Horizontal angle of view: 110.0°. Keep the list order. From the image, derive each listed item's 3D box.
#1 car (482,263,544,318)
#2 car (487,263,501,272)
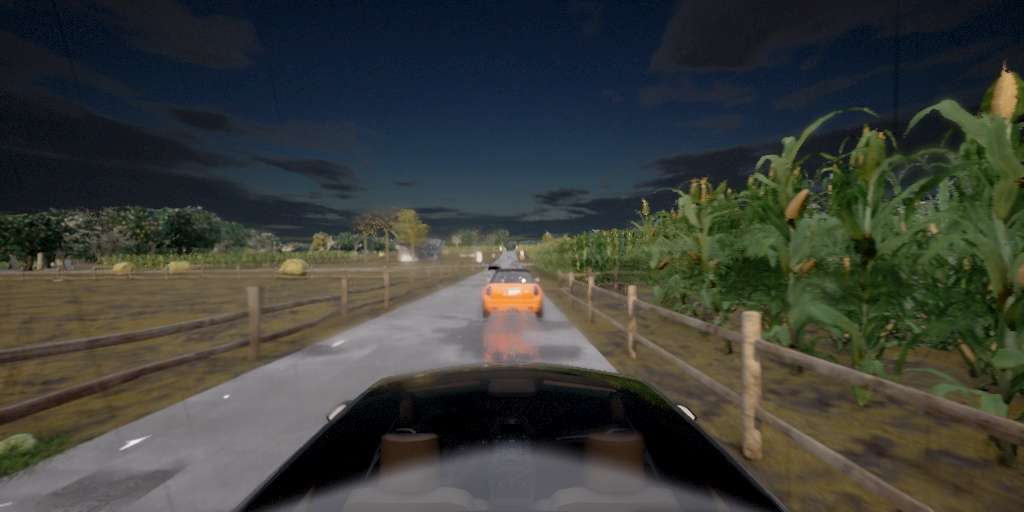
[{"bbox_3d":[0.047,1.244,13.902,2.097,1.767,4.553,0,-1,1],"label":"car"},{"bbox_3d":[-2.819,1.736,56.489,1.895,1.301,4.718,0,0,0],"label":"car"}]
